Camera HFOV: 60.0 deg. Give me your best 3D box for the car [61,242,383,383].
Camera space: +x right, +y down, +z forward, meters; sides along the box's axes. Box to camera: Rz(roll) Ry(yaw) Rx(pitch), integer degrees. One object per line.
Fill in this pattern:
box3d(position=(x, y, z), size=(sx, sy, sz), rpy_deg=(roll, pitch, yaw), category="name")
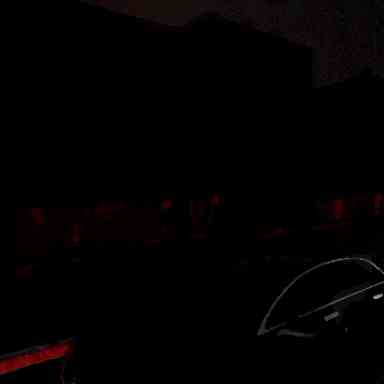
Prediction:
box3d(position=(0.972, 1.479, 4.139), size=(4.892, 1.490, 1.837), rpy_deg=(-1, 0, -35), category="car")
